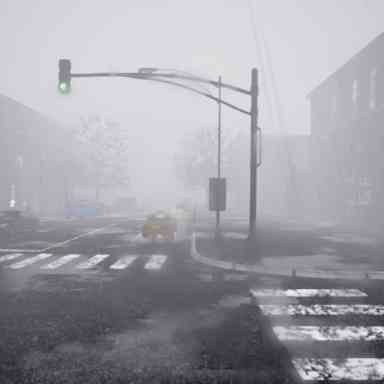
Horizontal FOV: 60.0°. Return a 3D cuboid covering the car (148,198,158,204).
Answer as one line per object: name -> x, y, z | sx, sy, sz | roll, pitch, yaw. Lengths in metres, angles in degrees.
car -> -9.321, 2.194, 79.671 | 1.802, 1.307, 4.206 | 0, 0, 1

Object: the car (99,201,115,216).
car -> -9.903, 1.775, 35.307 | 1.887, 1.381, 4.507 | 0, 0, 1

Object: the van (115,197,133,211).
van -> -9.756, 1.667, 46.399 | 1.690, 1.788, 3.998 | 0, 0, 1

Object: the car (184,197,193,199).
car -> -1.160, 2.136, 62.923 | 1.947, 1.339, 4.313 | 0, 0, 1

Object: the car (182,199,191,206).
car -> -1.086, 2.162, 68.469 | 1.887, 1.381, 4.507 | 0, 0, 1

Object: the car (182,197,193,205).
car -> -1.013, 1.980, 74.017 | 2.192, 1.841, 5.009 | 0, 0, 1

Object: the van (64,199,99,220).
van -> -9.974, 1.524, 29.762 | 1.690, 1.788, 3.998 | 0, 0, 1

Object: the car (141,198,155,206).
car -> -9.466, 2.083, 68.579 | 1.947, 1.339, 4.313 | 0, 0, 1

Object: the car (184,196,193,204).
car -> -0.868, 2.075, 85.108 | 2.192, 1.841, 5.009 | 0, 0, 1

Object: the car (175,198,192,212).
car -> -1.378, 1.978, 46.286 | 2.008, 1.369, 4.403 | 0, 0, 1

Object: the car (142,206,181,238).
car -> -1.739, 1.714, 18.729 | 1.752, 1.417, 4.829 | 0, 0, 1

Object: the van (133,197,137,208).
van -> -9.683, 1.715, 51.945 | 1.690, 1.788, 3.998 | 0, 0, 1

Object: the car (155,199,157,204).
car -> -9.393, 2.109, 74.126 | 1.887, 1.381, 4.507 | 0, 0, 1

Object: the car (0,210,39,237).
car -> -10.121, 1.669, 18.669 | 1.802, 1.307, 4.206 | 0, 0, 1
